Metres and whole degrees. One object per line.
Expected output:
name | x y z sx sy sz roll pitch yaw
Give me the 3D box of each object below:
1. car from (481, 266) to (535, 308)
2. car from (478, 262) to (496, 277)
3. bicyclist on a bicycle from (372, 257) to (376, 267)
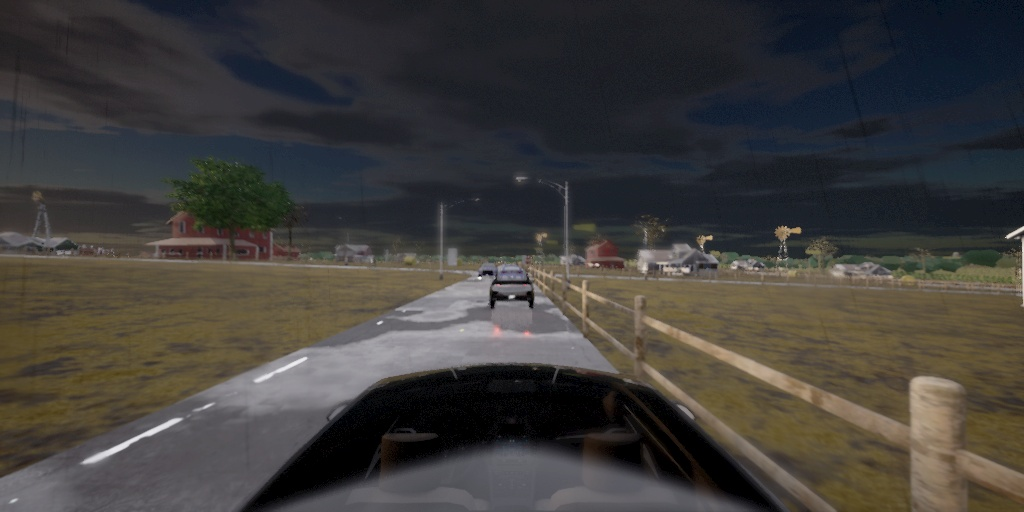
car | -0.004 1.383 16.164 2.128 1.511 4.902 0 0 0
car | -2.773 1.553 42.519 2.097 1.767 4.553 0 -1 0
bicyclist on a bicycle | -22.648 1.063 58.808 0.582 1.620 1.656 2 -1 0
